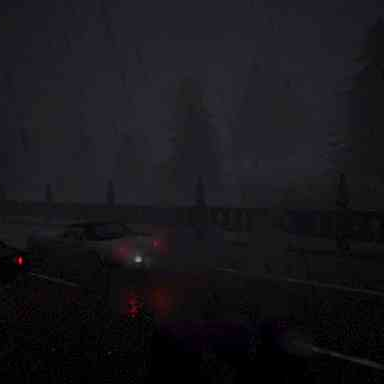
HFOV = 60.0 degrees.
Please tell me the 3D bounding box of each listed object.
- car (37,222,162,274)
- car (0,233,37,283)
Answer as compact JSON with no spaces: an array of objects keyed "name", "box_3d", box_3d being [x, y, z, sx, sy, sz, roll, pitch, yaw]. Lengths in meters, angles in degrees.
[{"name":"car","box_3d":[-3.306,1.607,10.650,4.718,1.301,1.895,0,0,36]},{"name":"car","box_3d":[-6.161,1.608,8.386,4.718,1.301,1.895,0,0,36]}]
